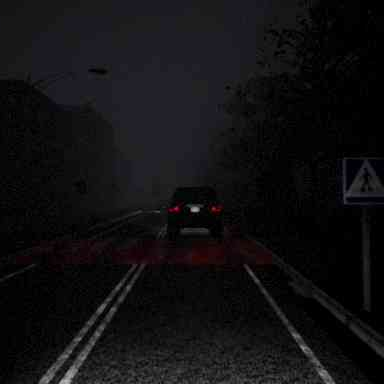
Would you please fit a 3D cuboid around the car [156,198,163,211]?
[{"bbox_3d":[-3.222,1.515,40.660,1.837,1.490,4.892,0,0,0],"label":"car"}]

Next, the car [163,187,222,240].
[{"bbox_3d":[0.120,1.041,14.917,2.150,2.045,5.566,0,-6,0],"label":"car"}]
